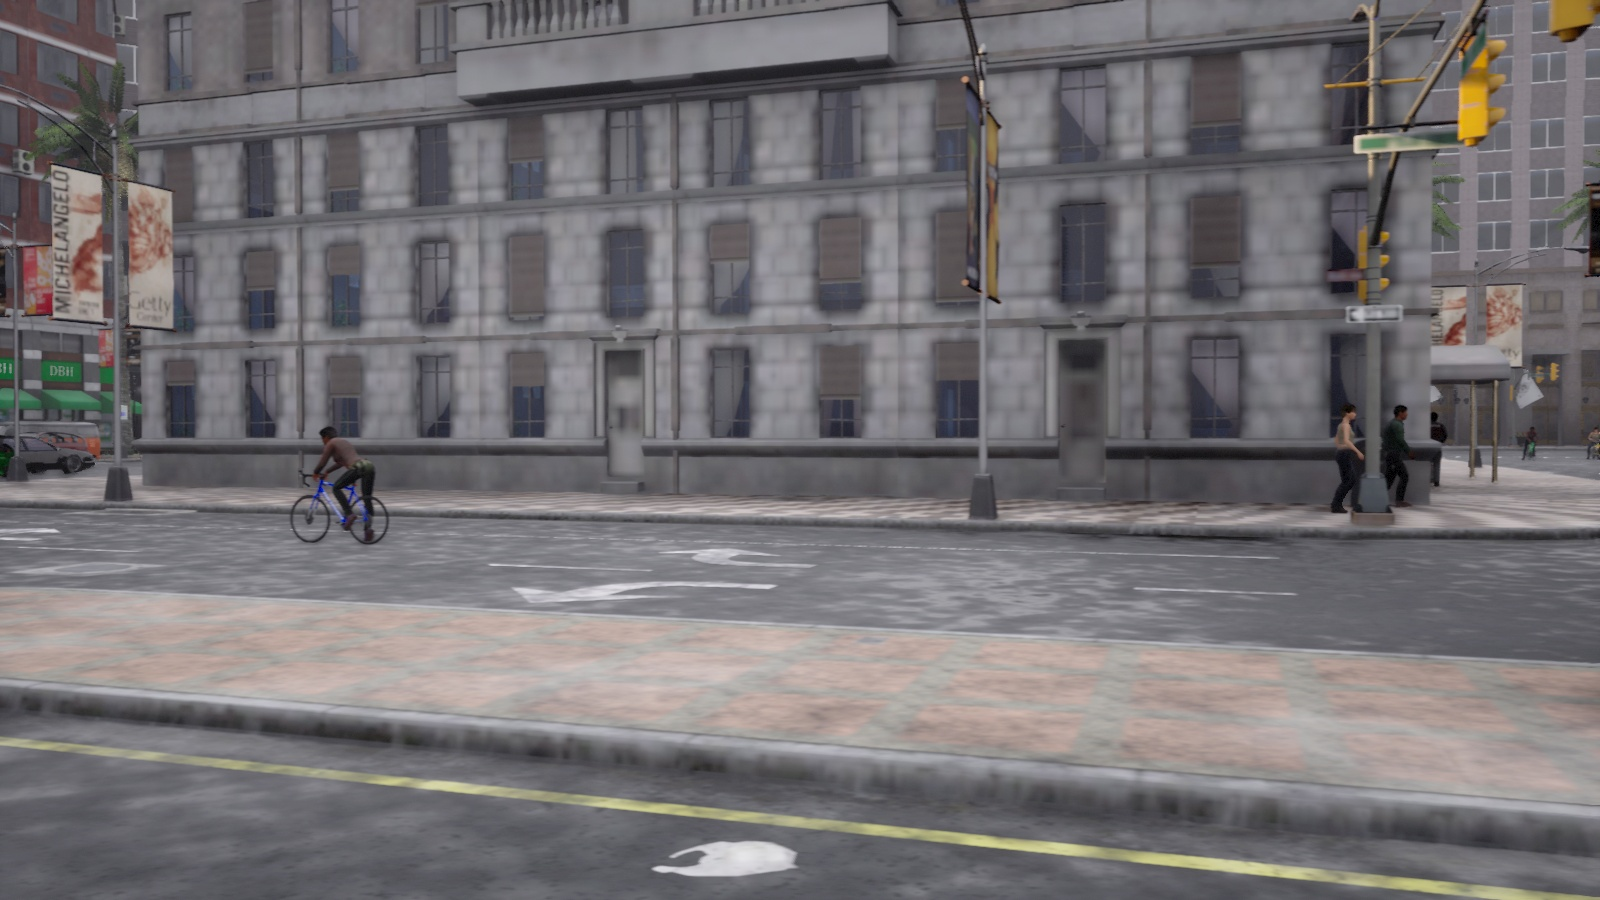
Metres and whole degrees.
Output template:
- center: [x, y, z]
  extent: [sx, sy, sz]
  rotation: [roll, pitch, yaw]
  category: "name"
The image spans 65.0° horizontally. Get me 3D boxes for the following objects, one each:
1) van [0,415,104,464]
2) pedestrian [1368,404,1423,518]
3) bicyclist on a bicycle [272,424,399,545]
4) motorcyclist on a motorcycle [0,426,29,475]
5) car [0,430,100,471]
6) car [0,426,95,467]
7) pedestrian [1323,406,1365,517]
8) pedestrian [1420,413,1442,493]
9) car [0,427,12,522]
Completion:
- center: [-32.101, -0.473, 53.332]
  extent: [1.775, 1.987, 4.442]
  rotation: [1, 1, 18]
  category: "van"
- center: [10.251, 0.179, 21.635]
  extent: [0.788, 1.949, 0.423]
  rotation: [1, 1, 18]
  category: "pedestrian"
- center: [-6.442, 0.455, 17.418]
  extent: [1.656, 1.620, 0.582]
  rotation: [0, 1, 18]
  category: "bicyclist on a bicycle"
- center: [-25.615, 0.012, 39.705]
  extent: [0.797, 1.523, 2.044]
  rotation: [1, 1, 19]
  category: "motorcyclist on a motorcycle"
- center: [-27.742, -0.010, 44.303]
  extent: [2.033, 1.411, 5.357]
  rotation: [1, 1, 19]
  category: "car"
- center: [-29.858, -0.171, 49.138]
  extent: [1.789, 1.549, 3.705]
  rotation: [1, 1, 19]
  category: "car"
- center: [9.041, 0.185, 20.884]
  extent: [0.594, 1.836, 0.345]
  rotation: [1, 1, 17]
  category: "pedestrian"
- center: [15.388, 0.058, 30.632]
  extent: [0.402, 1.930, 0.666]
  rotation: [1, 1, 22]
  category: "pedestrian"
- center: [-15.550, 0.380, 20.416]
  extent: [5.008, 1.535, 1.882]
  rotation: [1, 1, 18]
  category: "car"
